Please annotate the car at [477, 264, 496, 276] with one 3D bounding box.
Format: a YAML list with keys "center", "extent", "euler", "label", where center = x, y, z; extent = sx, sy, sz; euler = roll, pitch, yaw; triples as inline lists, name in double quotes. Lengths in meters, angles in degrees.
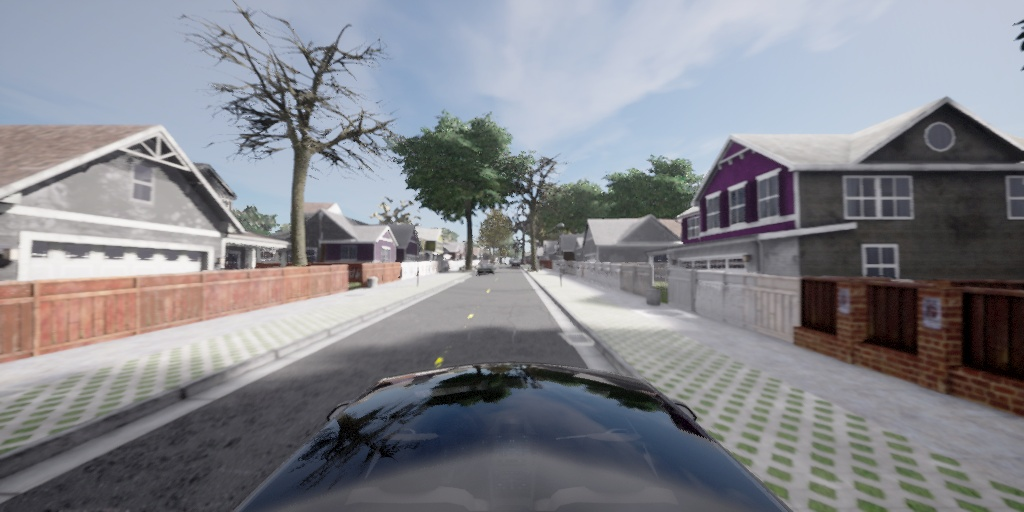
- center: [-2.844, 1.497, 40.200]
  extent: [1.895, 1.301, 4.718]
  euler: [0, 0, 0]
  label: "car"
